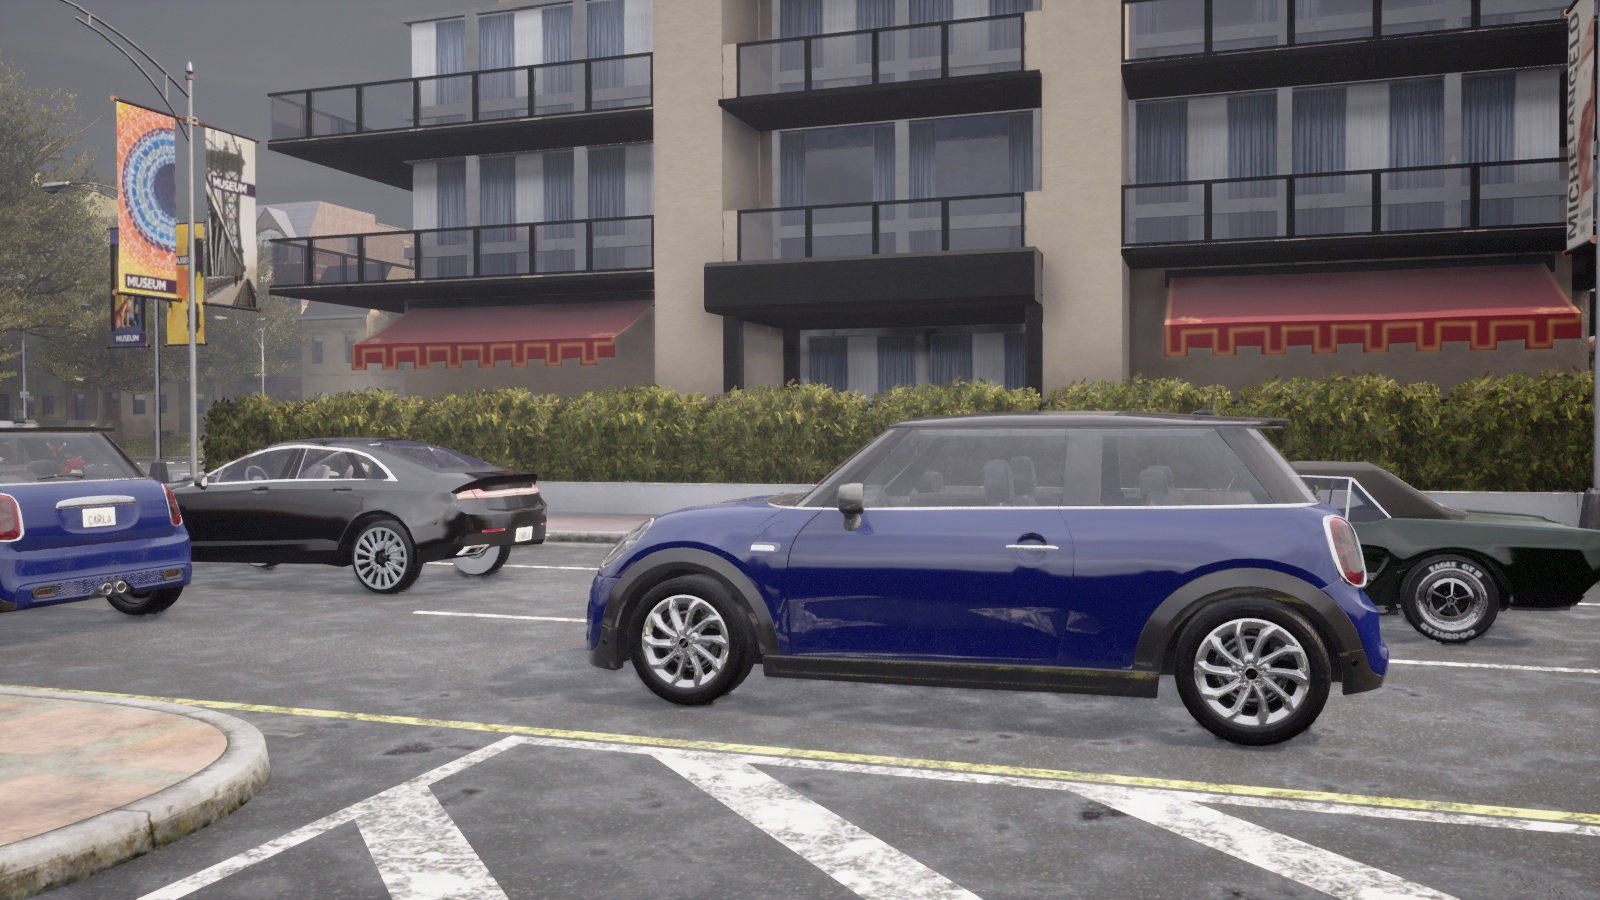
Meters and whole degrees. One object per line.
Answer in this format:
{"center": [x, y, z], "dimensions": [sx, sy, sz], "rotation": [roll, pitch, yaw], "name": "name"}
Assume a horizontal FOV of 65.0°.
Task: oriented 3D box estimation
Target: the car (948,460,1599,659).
{"center": [3.746, 0.775, 10.374], "dimensions": [4.718, 1.301, 1.895], "rotation": [1, 1, 19], "name": "car"}

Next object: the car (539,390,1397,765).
{"center": [0.966, 0.567, 7.615], "dimensions": [4.553, 1.767, 2.097], "rotation": [1, 1, 18], "name": "car"}

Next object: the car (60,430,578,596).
{"center": [-5.065, 0.550, 13.338], "dimensions": [4.902, 1.511, 2.128], "rotation": [1, 1, 19], "name": "car"}

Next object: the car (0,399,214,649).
{"center": [-7.503, 0.489, 10.465], "dimensions": [4.553, 1.767, 2.097], "rotation": [1, 1, 19], "name": "car"}
